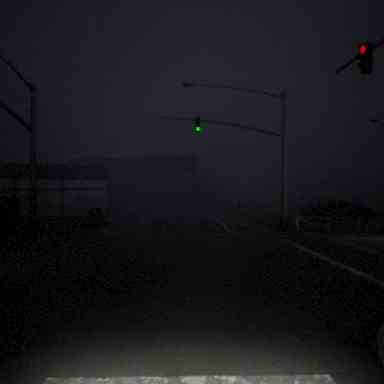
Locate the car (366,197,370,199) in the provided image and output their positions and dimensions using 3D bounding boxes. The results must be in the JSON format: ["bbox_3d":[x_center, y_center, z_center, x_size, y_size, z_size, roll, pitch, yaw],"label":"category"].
[{"bbox_3d":[20.345,1.656,42.950,3.633,1.501,1.845,0,0,-1],"label":"car"}]

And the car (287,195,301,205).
[{"bbox_3d":[20.859,1.609,65.407,4.605,1.855,1.932,0,0,-1],"label":"car"}]

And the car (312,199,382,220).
[{"bbox_3d":[12.884,1.558,27.887,4.514,1.523,2.007,0,0,-1],"label":"car"}]

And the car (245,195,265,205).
[{"bbox_3d":[12.380,1.873,65.277,3.806,1.475,1.970,0,0,-1],"label":"car"}]

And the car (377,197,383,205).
[{"bbox_3d":[38.275,1.641,62.454,5.027,1.636,2.152,0,0,-1],"label":"car"}]

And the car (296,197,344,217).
[{"bbox_3d":[12.798,1.574,31.023,5.027,1.636,2.152,0,0,-1],"label":"car"}]

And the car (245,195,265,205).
[{"bbox_3d":[12.956,1.615,68.610,3.866,1.878,1.905,0,0,-1],"label":"car"}]

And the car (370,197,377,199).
[{"bbox_3d":[37.883,1.770,68.867,3.806,1.475,1.970,0,0,-1],"label":"car"}]

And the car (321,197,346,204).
[{"bbox_3d":[30.795,1.864,72.454,4.514,1.523,2.007,0,0,-1],"label":"car"}]
